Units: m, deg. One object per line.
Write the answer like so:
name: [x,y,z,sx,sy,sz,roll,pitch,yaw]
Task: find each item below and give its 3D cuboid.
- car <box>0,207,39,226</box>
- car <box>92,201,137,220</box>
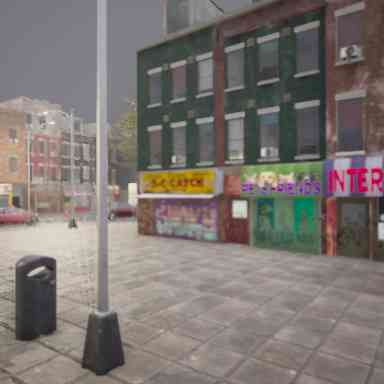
car: [-12.885,1.728,22.975,1.994,1.385,4.181,0,-1,37]
car: [-7.079,1.665,31.172,2.097,1.767,4.553,0,-1,35]
